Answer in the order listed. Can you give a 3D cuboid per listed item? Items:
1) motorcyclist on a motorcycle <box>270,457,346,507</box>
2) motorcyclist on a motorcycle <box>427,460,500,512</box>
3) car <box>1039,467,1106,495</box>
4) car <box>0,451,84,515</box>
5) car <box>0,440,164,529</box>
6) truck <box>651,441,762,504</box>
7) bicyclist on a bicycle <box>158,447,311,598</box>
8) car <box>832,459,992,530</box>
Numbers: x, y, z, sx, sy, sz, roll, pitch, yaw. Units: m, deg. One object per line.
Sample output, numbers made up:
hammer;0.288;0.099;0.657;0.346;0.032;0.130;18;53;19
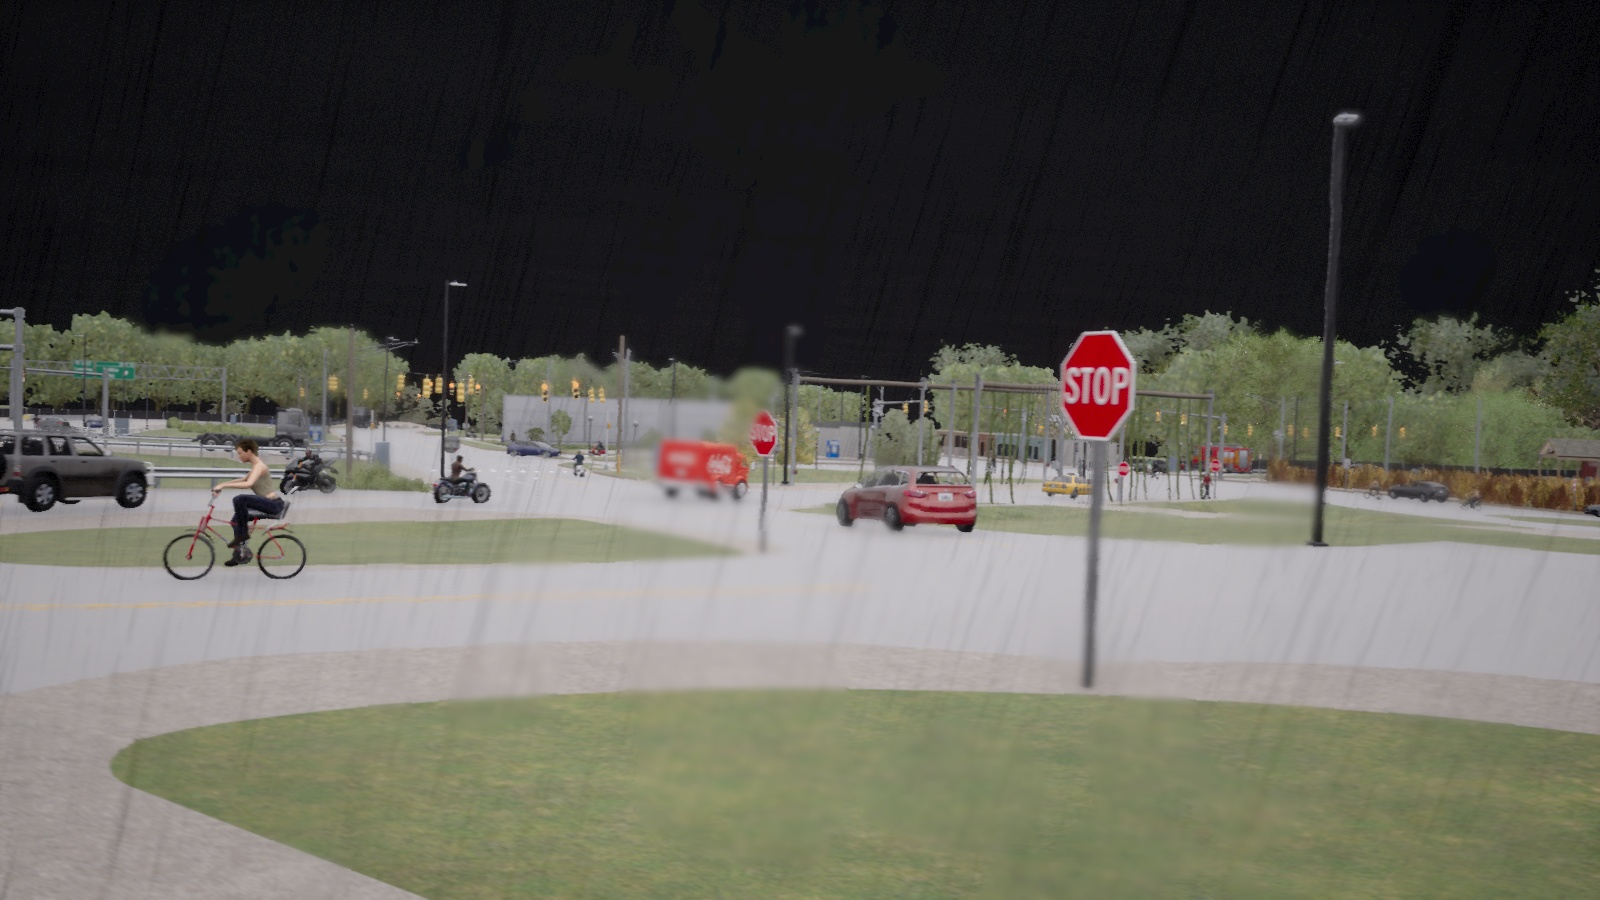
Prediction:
motorcyclist on a motorcycle;-15.974;1.041;40.859;0.866;1.530;2.191;3;0;29
motorcyclist on a motorcycle;-11.072;1.188;41.395;0.766;1.649;2.350;4;0;33
car;17.451;1.939;80.263;1.801;1.575;5.366;3;2;40
car;-20.331;0.811;31.567;1.789;1.549;3.705;2;0;21
car;-17.023;0.737;28.790;1.932;1.855;4.605;1;-1;10
truck;-4.005;1.038;55.157;2.627;2.467;5.204;4;-1;23
bicyclist on a bicycle;-6.340;0.789;14.147;1.509;1.612;0.866;1;0;-23
car;2.784;1.117;32.374;2.242;1.667;4.611;0;-1;-22
